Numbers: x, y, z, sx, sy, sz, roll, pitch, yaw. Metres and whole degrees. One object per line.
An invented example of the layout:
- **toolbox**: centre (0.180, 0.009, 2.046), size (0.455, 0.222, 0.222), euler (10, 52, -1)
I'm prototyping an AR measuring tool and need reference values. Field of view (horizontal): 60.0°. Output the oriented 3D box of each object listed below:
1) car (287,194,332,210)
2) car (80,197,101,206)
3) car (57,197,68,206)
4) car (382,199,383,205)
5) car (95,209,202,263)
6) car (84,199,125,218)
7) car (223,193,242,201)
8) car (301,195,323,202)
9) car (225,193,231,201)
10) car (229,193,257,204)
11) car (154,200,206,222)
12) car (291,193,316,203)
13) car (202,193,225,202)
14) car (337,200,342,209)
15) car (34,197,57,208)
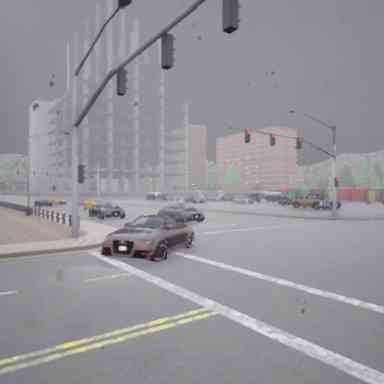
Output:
- **car**: centre (14.302, 1.159, 40.310), size (1.932, 1.855, 4.605), euler (0, 0, -35)
- **car**: centre (-11.541, 1.480, 40.130), size (1.882, 1.535, 5.008), euler (0, 0, -35)
- **car**: centre (-22.125, 1.522, 55.134), size (1.882, 1.535, 5.008), euler (0, 0, -35)
- **car**: centre (32.691, 1.165, 53.307), size (1.905, 1.878, 3.866), euler (0, 0, -35)
- **car**: centre (-1.400, 1.565, 12.210), size (1.994, 1.385, 4.181), euler (1, 0, 22)
- **car**: centre (-7.156, 1.565, 27.947), size (1.994, 1.385, 4.181), euler (0, 0, -35)
- **car**: centre (9.318, 1.162, 76.680), size (1.932, 1.855, 4.605), euler (0, 0, -35)
- **car**: centre (24.952, 1.373, 69.216), size (1.784, 1.438, 3.905), euler (0, 0, -35)
- **car**: centre (7.157, 1.372, 75.089), size (1.784, 1.438, 3.905), euler (0, 0, -35)
- **car**: centre (8.811, 1.402, 57.758), size (1.970, 1.475, 3.806), euler (0, 0, -35)
- **car**: centre (-0.839, 1.566, 25.120), size (1.994, 1.385, 4.181), euler (0, 0, -36)
- **car**: centre (22.551, 1.162, 67.595), size (1.932, 1.855, 4.605), euler (0, 0, -35)
- **car**: centre (4.794, 1.403, 73.417), size (1.970, 1.475, 3.806), euler (0, 0, -35)
- **car**: centre (16.695, 1.162, 41.938), size (1.905, 1.878, 3.866), euler (0, 0, -35)
- **car**: centre (-21.393, 1.603, 47.983), size (1.895, 1.301, 4.718), euler (0, 0, -35)
